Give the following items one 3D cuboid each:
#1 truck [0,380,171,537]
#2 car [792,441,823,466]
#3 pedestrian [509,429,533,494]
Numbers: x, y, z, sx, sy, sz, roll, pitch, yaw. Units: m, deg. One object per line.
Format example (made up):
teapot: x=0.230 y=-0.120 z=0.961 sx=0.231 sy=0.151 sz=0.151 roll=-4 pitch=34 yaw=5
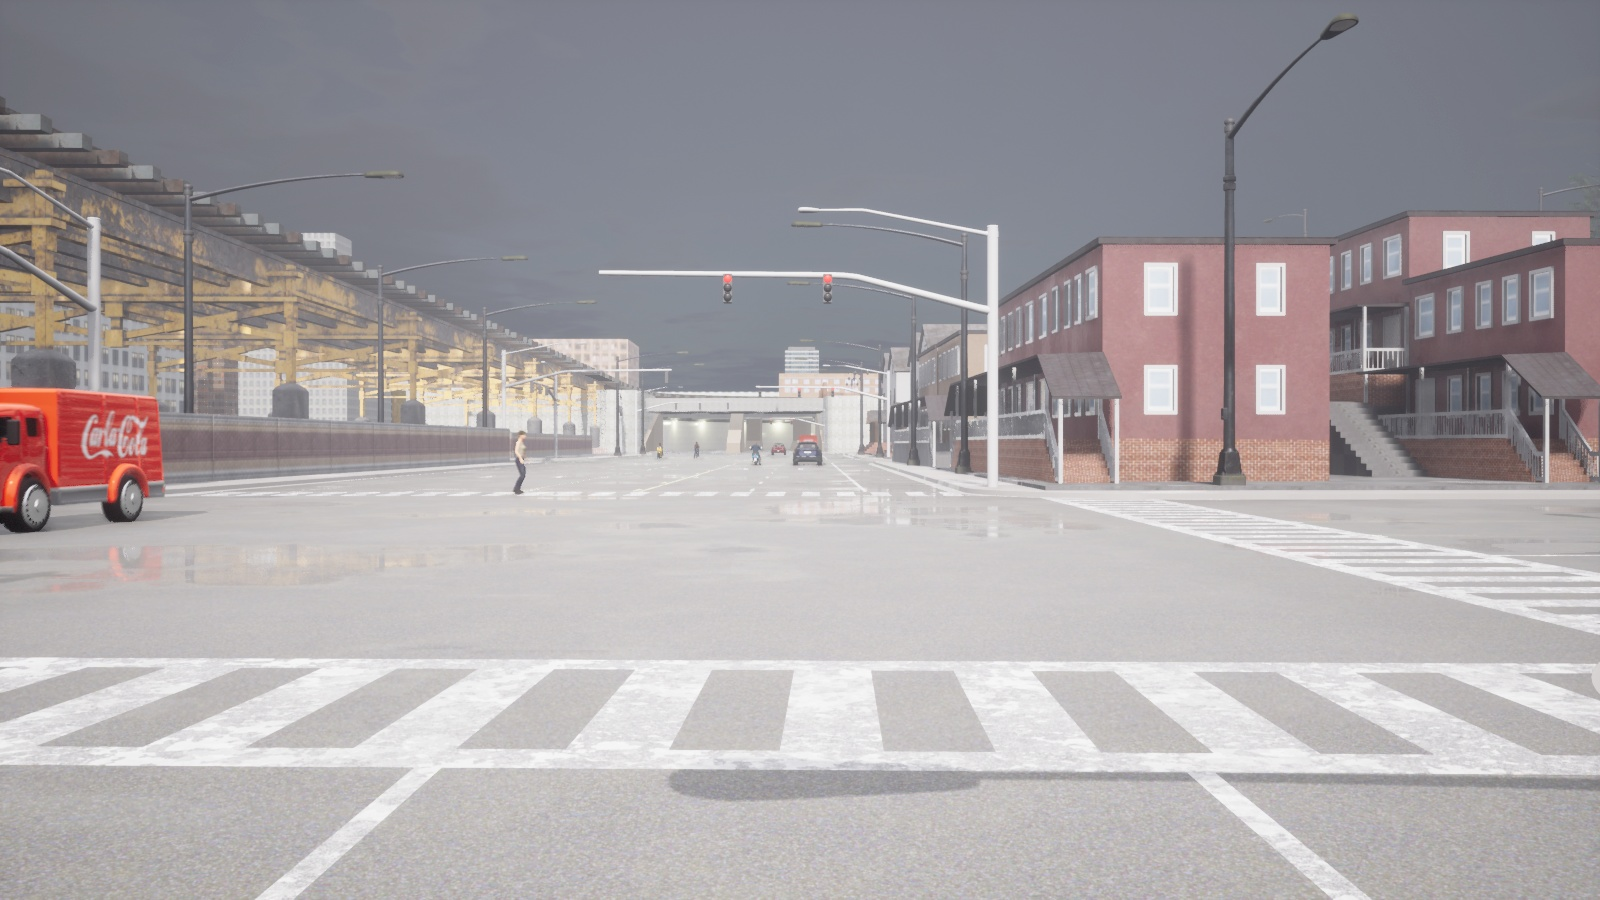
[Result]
truck: x=-13.852 y=0.122 z=22.405 sx=2.627 sy=2.467 sz=5.204 roll=0 pitch=0 yaw=0
car: x=0.515 y=0.201 z=84.301 sx=2.033 sy=1.649 sz=4.856 roll=0 pitch=0 yaw=0
pedestrian: x=-7.982 y=0.322 z=35.949 sx=0.594 sy=1.836 sz=0.345 roll=0 pitch=0 yaw=4
